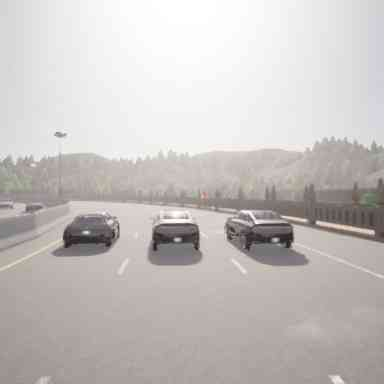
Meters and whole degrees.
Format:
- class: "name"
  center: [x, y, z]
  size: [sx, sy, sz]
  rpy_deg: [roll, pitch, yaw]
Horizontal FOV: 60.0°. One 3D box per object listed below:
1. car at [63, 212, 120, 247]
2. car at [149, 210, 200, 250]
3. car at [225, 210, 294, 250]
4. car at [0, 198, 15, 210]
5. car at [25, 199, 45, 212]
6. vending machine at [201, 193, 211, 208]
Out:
- class: "car"
  center: [-4.429, 1.574, 15.151]
  size: [1.994, 1.385, 4.181]
  rpy_deg: [0, 0, -7]
- class: "car"
  center: [-0.805, 1.501, 14.375]
  size: [2.128, 1.511, 4.902]
  rpy_deg: [0, 0, -7]
- class: "car"
  center: [2.716, 1.501, 14.346]
  size: [2.128, 1.511, 4.902]
  rpy_deg: [0, 0, -7]
- class: "car"
  center: [-24.111, 1.556, 43.158]
  size: [1.812, 1.442, 4.674]
  rpy_deg: [0, 0, -27]
- class: "car"
  center: [-18.160, 1.552, 38.623]
  size: [1.812, 1.442, 4.674]
  rpy_deg: [0, 0, -23]
- class: "vending machine"
  center: [1.977, 1.226, 47.769]
  size: [1.100, 2.100, 0.880]
  rpy_deg: [0, 0, -23]
